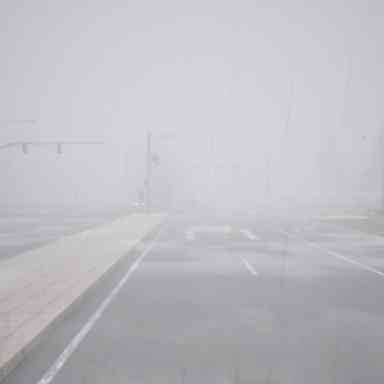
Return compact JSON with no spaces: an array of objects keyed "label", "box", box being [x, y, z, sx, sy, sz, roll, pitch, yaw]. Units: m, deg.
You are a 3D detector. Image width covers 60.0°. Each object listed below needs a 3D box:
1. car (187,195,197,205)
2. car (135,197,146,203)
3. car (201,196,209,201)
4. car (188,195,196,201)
[{"label":"car","box":[-0.021,1.670,62.932,1.812,1.442,4.674,0,0,0]},{"label":"car","box":[-11.525,1.767,74.885,1.895,1.301,4.718,0,0,0]},{"label":"car","box":[3.470,1.635,88.399,1.895,1.301,4.718,0,0,0]},{"label":"car","box":[-0.030,1.592,88.366,1.994,1.385,4.181,0,0,0]}]
